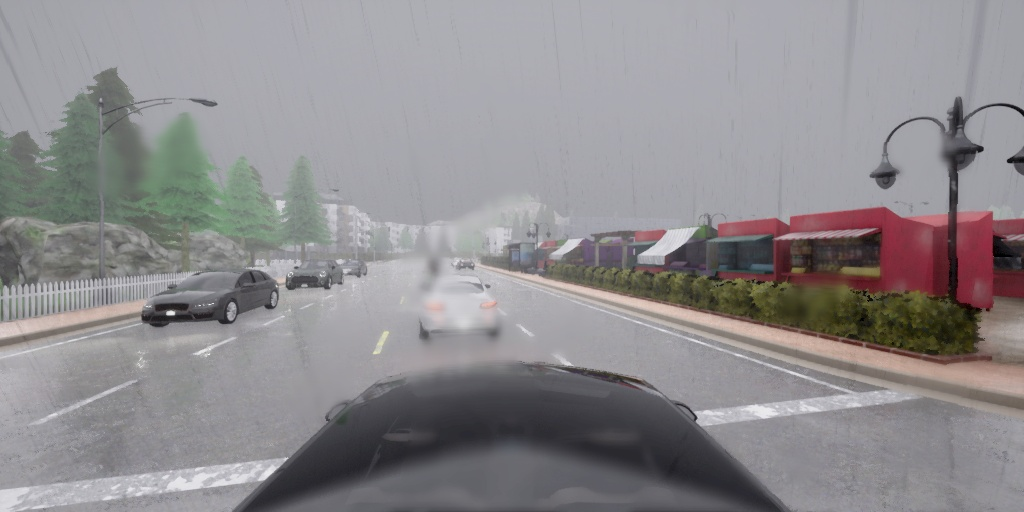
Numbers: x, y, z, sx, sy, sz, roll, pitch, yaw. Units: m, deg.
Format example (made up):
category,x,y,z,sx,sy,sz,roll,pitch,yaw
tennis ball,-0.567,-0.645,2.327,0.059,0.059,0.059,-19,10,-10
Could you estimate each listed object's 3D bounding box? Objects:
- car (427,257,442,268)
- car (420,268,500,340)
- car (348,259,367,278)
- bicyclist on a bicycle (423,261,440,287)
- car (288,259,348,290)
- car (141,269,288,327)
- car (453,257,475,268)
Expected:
category,x,y,z,sx,sy,sz,roll,pitch,yaw
car,-10.959,0.897,50.798,1.837,1.490,4.892,0,0,-13
car,-1.494,1.225,9.769,1.812,1.442,4.674,0,0,-12
car,-13.652,1.033,30.679,2.128,1.511,4.902,0,0,-13
bicyclist on a bicycle,-4.349,1.078,19.612,0.582,1.620,1.656,0,1,25
car,-11.433,0.965,21.062,2.097,1.767,4.553,0,0,-13
car,-9.210,1.190,11.466,1.837,1.490,4.892,0,0,-13
car,-5.712,1.047,43.749,1.895,1.301,4.718,0,0,-13
